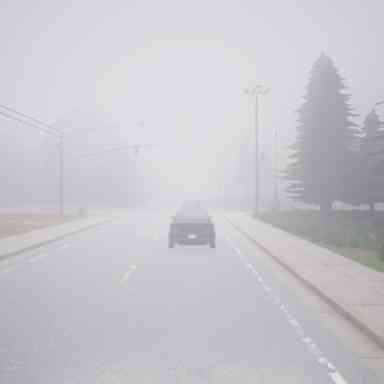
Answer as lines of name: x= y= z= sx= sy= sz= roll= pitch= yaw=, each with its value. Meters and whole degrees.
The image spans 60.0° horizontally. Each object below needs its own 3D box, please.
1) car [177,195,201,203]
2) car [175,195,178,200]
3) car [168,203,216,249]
car: x=0.000 y=1.365 z=29.620 sx=2.097 sy=1.767 sz=4.553 roll=0 pitch=0 yaw=0
car: x=-3.500 y=1.466 z=88.917 sx=1.812 sy=1.442 sz=4.674 roll=0 pitch=0 yaw=0
car: x=0.000 y=1.484 z=14.650 sx=1.882 sy=1.535 sz=5.008 roll=0 pitch=0 yaw=0
